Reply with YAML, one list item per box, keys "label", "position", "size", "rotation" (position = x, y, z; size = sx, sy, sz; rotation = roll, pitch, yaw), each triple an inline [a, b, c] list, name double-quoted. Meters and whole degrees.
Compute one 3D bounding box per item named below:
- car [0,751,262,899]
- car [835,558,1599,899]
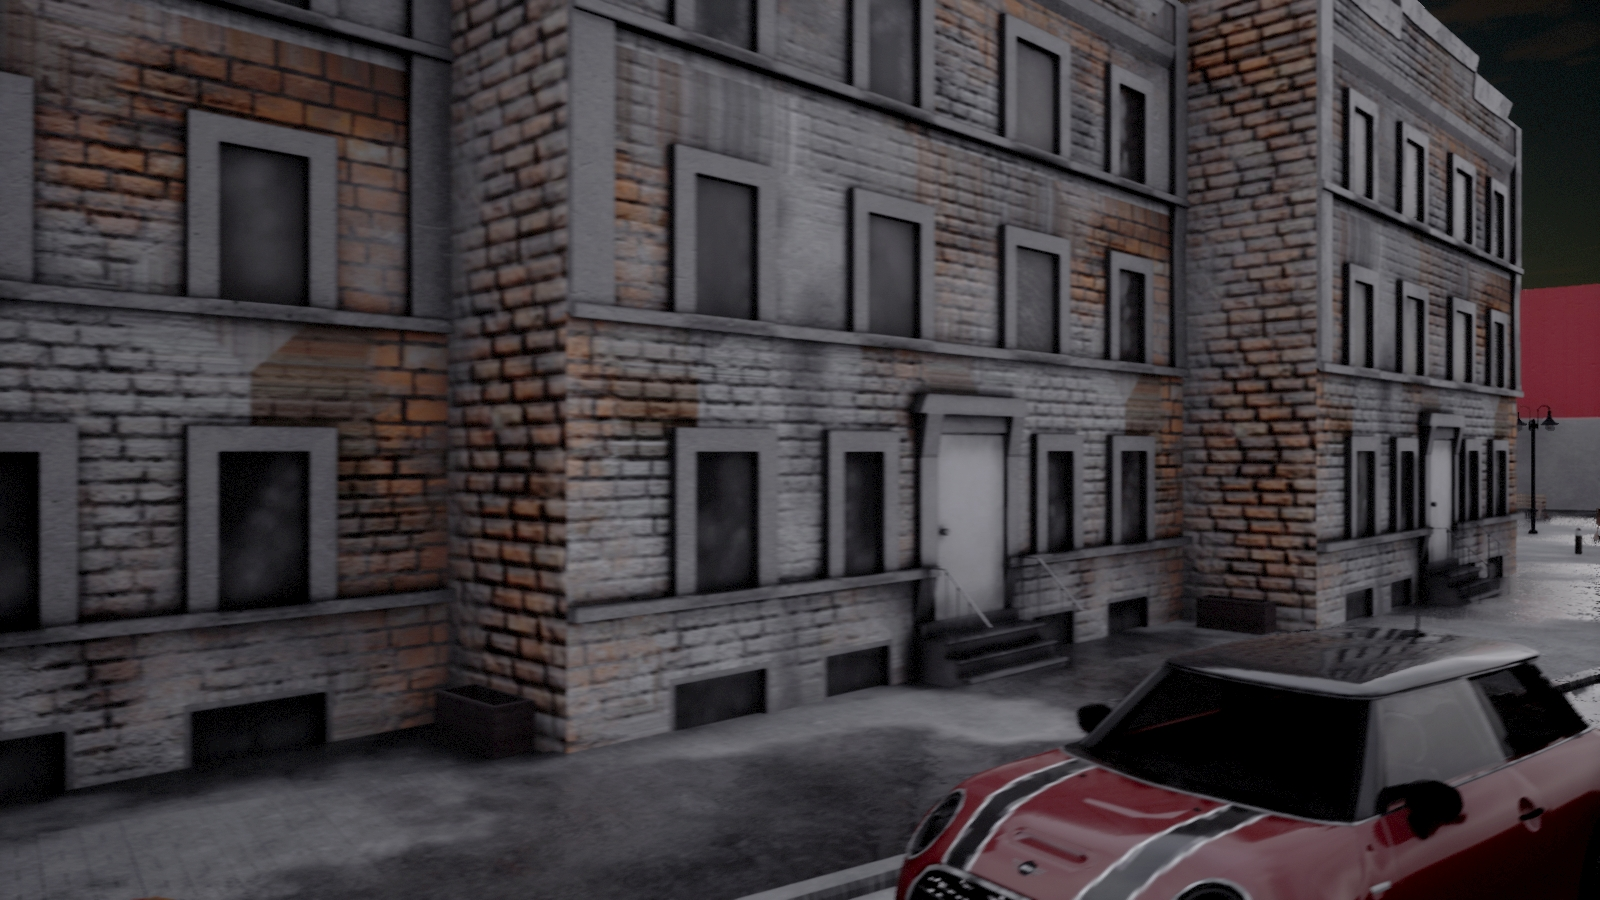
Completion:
- label: "car"
  position: [-3.148, 1.805, 2.112]
  size: [3.705, 1.549, 1.789]
  rotation: [0, 0, -36]
- label: "car"
  position: [2.639, 1.685, 6.284]
  size: [4.553, 1.767, 2.097]
  rotation: [0, 0, -35]
